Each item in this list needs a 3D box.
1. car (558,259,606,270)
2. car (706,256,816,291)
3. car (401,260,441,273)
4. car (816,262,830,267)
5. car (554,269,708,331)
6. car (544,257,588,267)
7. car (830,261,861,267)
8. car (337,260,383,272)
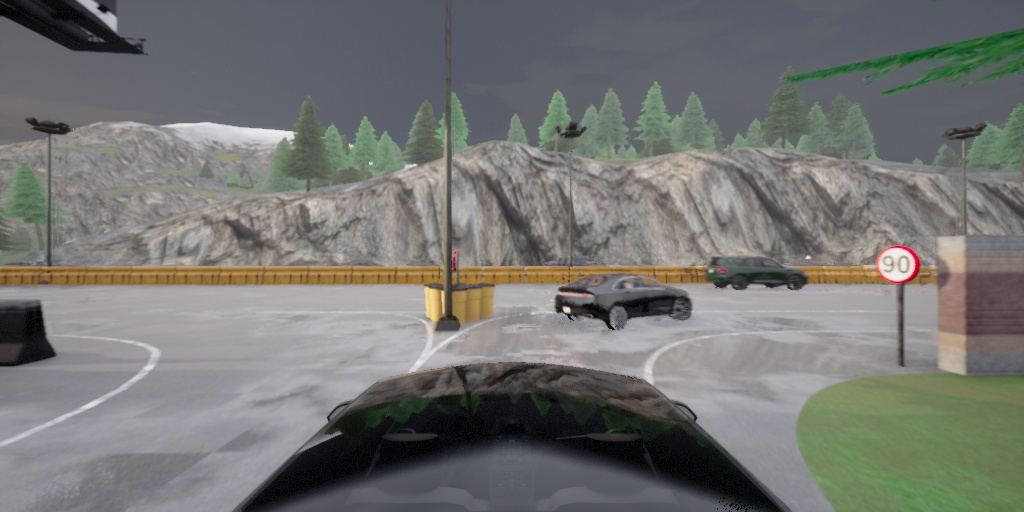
[{"bbox_3d":[7.985,1.345,39.566,4.902,1.511,2.128,0,0,-1],"label":"car"},{"bbox_3d":[14.835,1.033,21.973,5.566,2.045,2.150,0,0,-1],"label":"car"},{"bbox_3d":[-8.644,1.188,32.303,4.553,1.767,2.097,0,0,-1],"label":"car"},{"bbox_3d":[25.660,1.316,32.918,5.008,1.535,1.882,0,0,-2],"label":"car"},{"bbox_3d":[3.588,1.281,11.183,4.902,1.511,2.128,0,-1,-32],"label":"car"},{"bbox_3d":[6.578,1.082,43.048,5.566,2.045,2.150,0,0,-1],"label":"car"},{"bbox_3d":[36.110,1.332,40.189,5.008,1.535,1.882,0,0,-1],"label":"car"},{"bbox_3d":[-16.564,1.358,39.179,4.892,1.490,1.837,1,0,-1],"label":"car"}]
